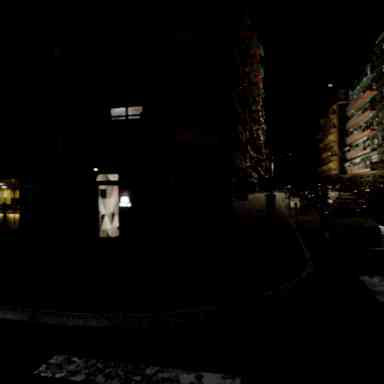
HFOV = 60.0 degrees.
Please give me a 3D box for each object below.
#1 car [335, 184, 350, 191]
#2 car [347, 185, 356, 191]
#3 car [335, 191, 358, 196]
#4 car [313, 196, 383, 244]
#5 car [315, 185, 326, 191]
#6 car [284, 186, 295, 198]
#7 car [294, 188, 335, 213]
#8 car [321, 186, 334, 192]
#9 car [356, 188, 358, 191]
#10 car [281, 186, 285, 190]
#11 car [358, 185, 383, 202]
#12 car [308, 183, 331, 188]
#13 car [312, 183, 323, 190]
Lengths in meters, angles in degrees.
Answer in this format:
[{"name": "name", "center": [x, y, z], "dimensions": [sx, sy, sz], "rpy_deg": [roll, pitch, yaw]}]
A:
[{"name": "car", "center": [25.098, -0.471, 55.334], "dimensions": [2.192, 1.841, 5.009], "rpy_deg": [0, 2, 14]}, {"name": "car", "center": [22.410, 0.101, 44.385], "dimensions": [1.802, 1.307, 4.206], "rpy_deg": [0, 2, 14]}, {"name": "car", "center": [11.450, 0.814, 24.038], "dimensions": [1.895, 1.301, 4.718], "rpy_deg": [-1, 1, 15]}, {"name": "car", "center": [6.168, 1.094, 13.350], "dimensions": [1.752, 1.417, 4.829], "rpy_deg": [0, 2, 14]}, {"name": "car", "center": [31.820, -0.997, 82.731], "dimensions": [2.008, 1.369, 4.403], "rpy_deg": [0, 2, 14]}, {"name": "car", "center": [14.274, 0.189, 46.384], "dimensions": [1.887, 1.381, 4.507], "rpy_deg": [0, 2, 14]}, {"name": "car", "center": [8.896, 0.697, 24.470], "dimensions": [1.967, 1.590, 4.097], "rpy_deg": [0, 2, 14]}, {"name": "car", "center": [29.131, -0.692, 71.775], "dimensions": [2.008, 1.369, 4.403], "rpy_deg": [0, 2, 14]}, {"name": "car", "center": [21.107, 0.193, 39.070], "dimensions": [1.752, 1.417, 4.829], "rpy_deg": [0, 2, 14]}, {"name": "car", "center": [16.962, -0.110, 57.341], "dimensions": [2.008, 1.369, 4.403], "rpy_deg": [0, 2, 14]}, {"name": "car", "center": [8.987, 0.716, 14.044], "dimensions": [2.150, 2.045, 5.566], "rpy_deg": [-1, 1, 14]}, {"name": "car", "center": [15.927, -0.069, 42.096], "dimensions": [2.150, 2.045, 5.566], "rpy_deg": [-1, 1, 14]}, {"name": "car", "center": [33.163, -1.384, 88.202], "dimensions": [2.192, 1.841, 5.009], "rpy_deg": [0, 2, 14]}]
